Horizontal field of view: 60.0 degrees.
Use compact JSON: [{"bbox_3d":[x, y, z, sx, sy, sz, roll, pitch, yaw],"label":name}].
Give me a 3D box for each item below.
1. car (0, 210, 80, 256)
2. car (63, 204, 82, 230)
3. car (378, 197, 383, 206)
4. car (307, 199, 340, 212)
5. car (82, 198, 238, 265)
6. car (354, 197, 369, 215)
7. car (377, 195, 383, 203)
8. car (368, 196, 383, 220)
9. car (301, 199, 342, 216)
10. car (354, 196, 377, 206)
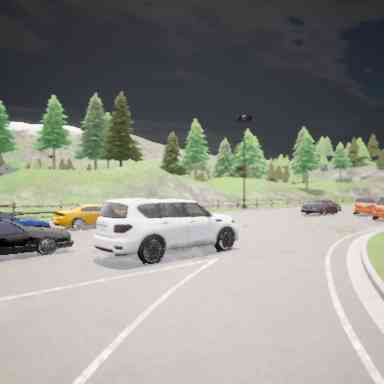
[{"bbox_3d":[-6.924,1.559,11.270,5.357,1.411,2.033,0,0,-41],"label":"car"},{"bbox_3d":[-6.218,1.500,21.200,5.008,1.535,1.882,0,0,-41],"label":"car"},{"bbox_3d":[33.276,1.548,55.842,5.008,1.535,1.882,0,0,-41],"label":"car"},{"bbox_3d":[16.219,1.576,40.882,4.674,1.442,1.812,0,0,-41],"label":"car"},{"bbox_3d":[-0.745,1.236,12.035,5.566,2.045,2.150,0,0,-41],"label":"car"},{"bbox_3d":[18.030,1.394,33.158,4.553,1.767,2.097,0,0,-41],"label":"car"},{"bbox_3d":[38.081,1.392,64.847,5.008,1.535,1.882,0,0,-41],"label":"car"},{"bbox_3d":[16.605,1.386,27.204,4.553,1.767,2.097,0,0,-42],"label":"car"},{"bbox_3d":[13.013,1.588,33.411,5.357,1.411,2.033,0,0,-41],"label":"car"},{"bbox_3d":[30.248,1.550,57.976,5.008,1.535,1.882,0,0,-41],"label":"car"}]
